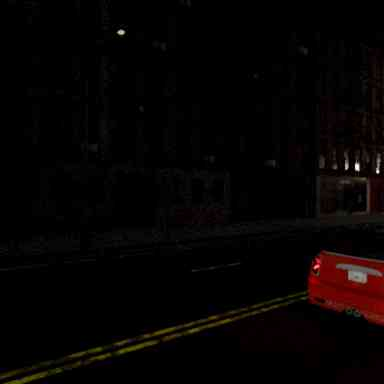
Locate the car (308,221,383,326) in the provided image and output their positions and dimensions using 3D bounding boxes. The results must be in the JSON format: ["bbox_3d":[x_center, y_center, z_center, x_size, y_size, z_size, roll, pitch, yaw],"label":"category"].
[{"bbox_3d":[4.380,1.386,6.563,4.553,1.767,2.097,0,0,-36],"label":"car"}]
